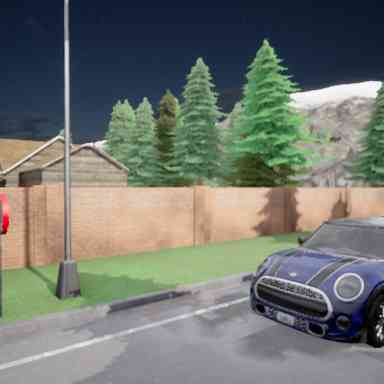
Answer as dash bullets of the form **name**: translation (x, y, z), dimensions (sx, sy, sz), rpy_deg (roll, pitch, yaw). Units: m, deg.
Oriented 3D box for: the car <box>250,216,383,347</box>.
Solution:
- **car**: translation (3.225, 1.307, 6.375), dimensions (4.553, 1.767, 2.097), rpy_deg (-1, 0, -36)
